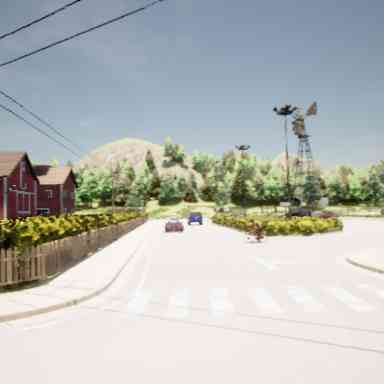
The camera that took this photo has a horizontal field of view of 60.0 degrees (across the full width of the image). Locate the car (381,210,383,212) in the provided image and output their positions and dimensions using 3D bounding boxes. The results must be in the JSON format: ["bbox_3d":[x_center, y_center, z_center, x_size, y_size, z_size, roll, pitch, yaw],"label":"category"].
[{"bbox_3d":[35.082,3.547,57.749,4.193,1.474,1.816,-2,-3,-5],"label":"car"}]

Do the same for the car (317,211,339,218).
[{"bbox_3d":[22.369,3.871,55.468,3.905,1.438,1.784,-2,-3,-5],"label":"car"}]

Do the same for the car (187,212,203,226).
[{"bbox_3d":[0.481,4.157,52.527,2.150,2.045,5.566,-2,-3,-4],"label":"car"}]

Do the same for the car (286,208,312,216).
[{"bbox_3d":[17.284,3.677,54.188,2.150,2.045,5.566,-1,-3,-14],"label":"car"}]

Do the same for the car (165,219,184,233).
[{"bbox_3d":[-1.950,3.707,36.364,1.994,1.385,4.181,-2,-3,-4],"label":"car"}]

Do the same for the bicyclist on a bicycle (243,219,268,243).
[{"bbox_3d":[4.231,2.621,22.272,1.656,1.620,0.582,-2,-3,-5],"label":"bicyclist on a bicycle"}]
